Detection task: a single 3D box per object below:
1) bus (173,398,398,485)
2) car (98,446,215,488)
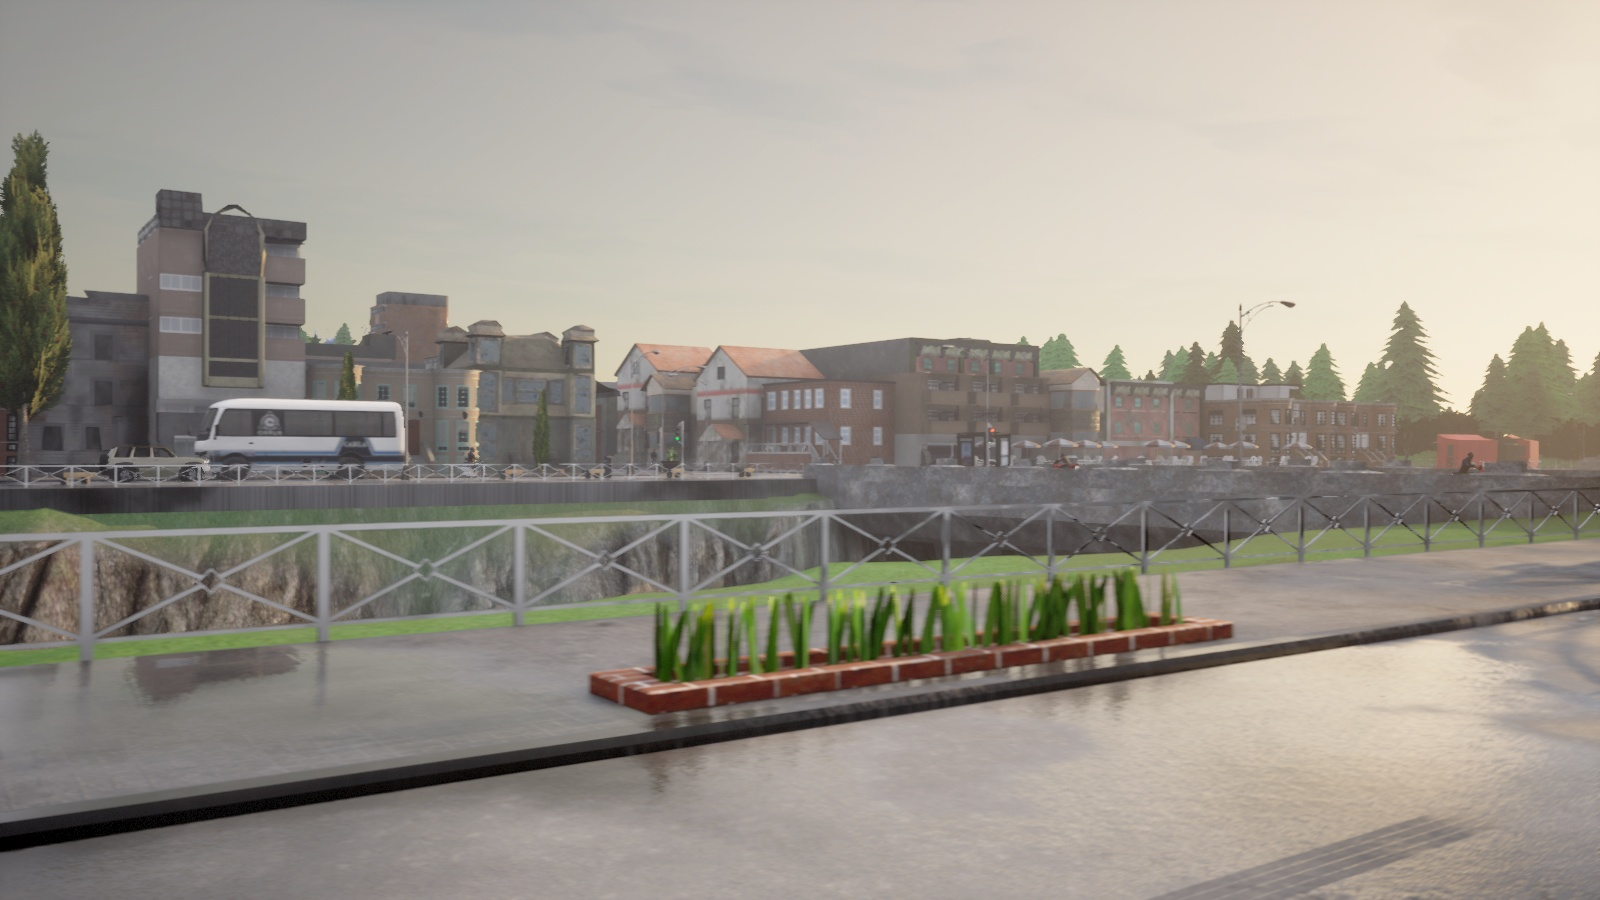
[{"bbox_3d":[-26.784,-0.414,65.693,10.273,4.253,3.944,0,0,-35],"label":"bus"},{"bbox_3d":[-29.994,0.769,58.585,4.605,1.855,1.932,0,0,-35],"label":"car"}]
